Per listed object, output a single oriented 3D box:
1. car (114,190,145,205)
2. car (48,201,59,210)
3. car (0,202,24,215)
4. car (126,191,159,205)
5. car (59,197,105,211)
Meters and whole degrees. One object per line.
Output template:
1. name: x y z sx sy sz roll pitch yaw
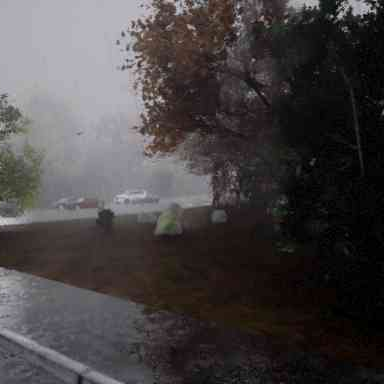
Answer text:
1. car: -9.327 0.766 51.045 2.150 2.045 5.566 0 2 39
2. car: -15.971 1.460 42.816 1.837 1.490 4.892 0 2 39
3. car: -19.341 1.747 33.054 1.895 1.301 4.718 0 0 39
4. car: -6.779 1.062 48.637 1.812 1.442 4.674 0 2 40
5. car: -13.118 1.405 40.779 1.882 1.535 5.008 0 1 39
